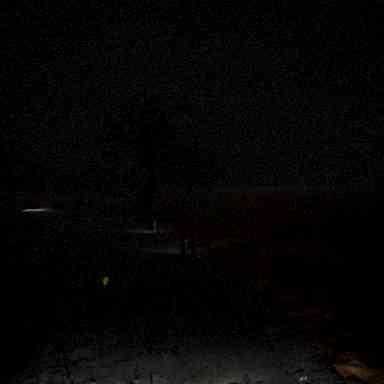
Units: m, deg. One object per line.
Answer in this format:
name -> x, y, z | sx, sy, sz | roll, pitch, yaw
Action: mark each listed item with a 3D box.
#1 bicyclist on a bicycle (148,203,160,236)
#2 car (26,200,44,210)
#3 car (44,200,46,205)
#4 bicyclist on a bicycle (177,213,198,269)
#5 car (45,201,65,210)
bicyclist on a bicycle -> -2.133, 1.470, 18.285 | 0.659, 1.776, 1.843 | 0, 0, -13
car -> -25.365, 2.072, 53.112 | 1.994, 1.385, 4.181 | 0, 0, -31
car -> -30.686, 2.292, 68.040 | 1.895, 1.301, 4.718 | 0, -1, -29
bicyclist on a bicycle -> -0.190, 1.484, 10.386 | 0.582, 1.620, 1.656 | 0, -1, -6
car -> -21.736, 2.099, 53.202 | 1.895, 1.301, 4.718 | 0, -1, -31
